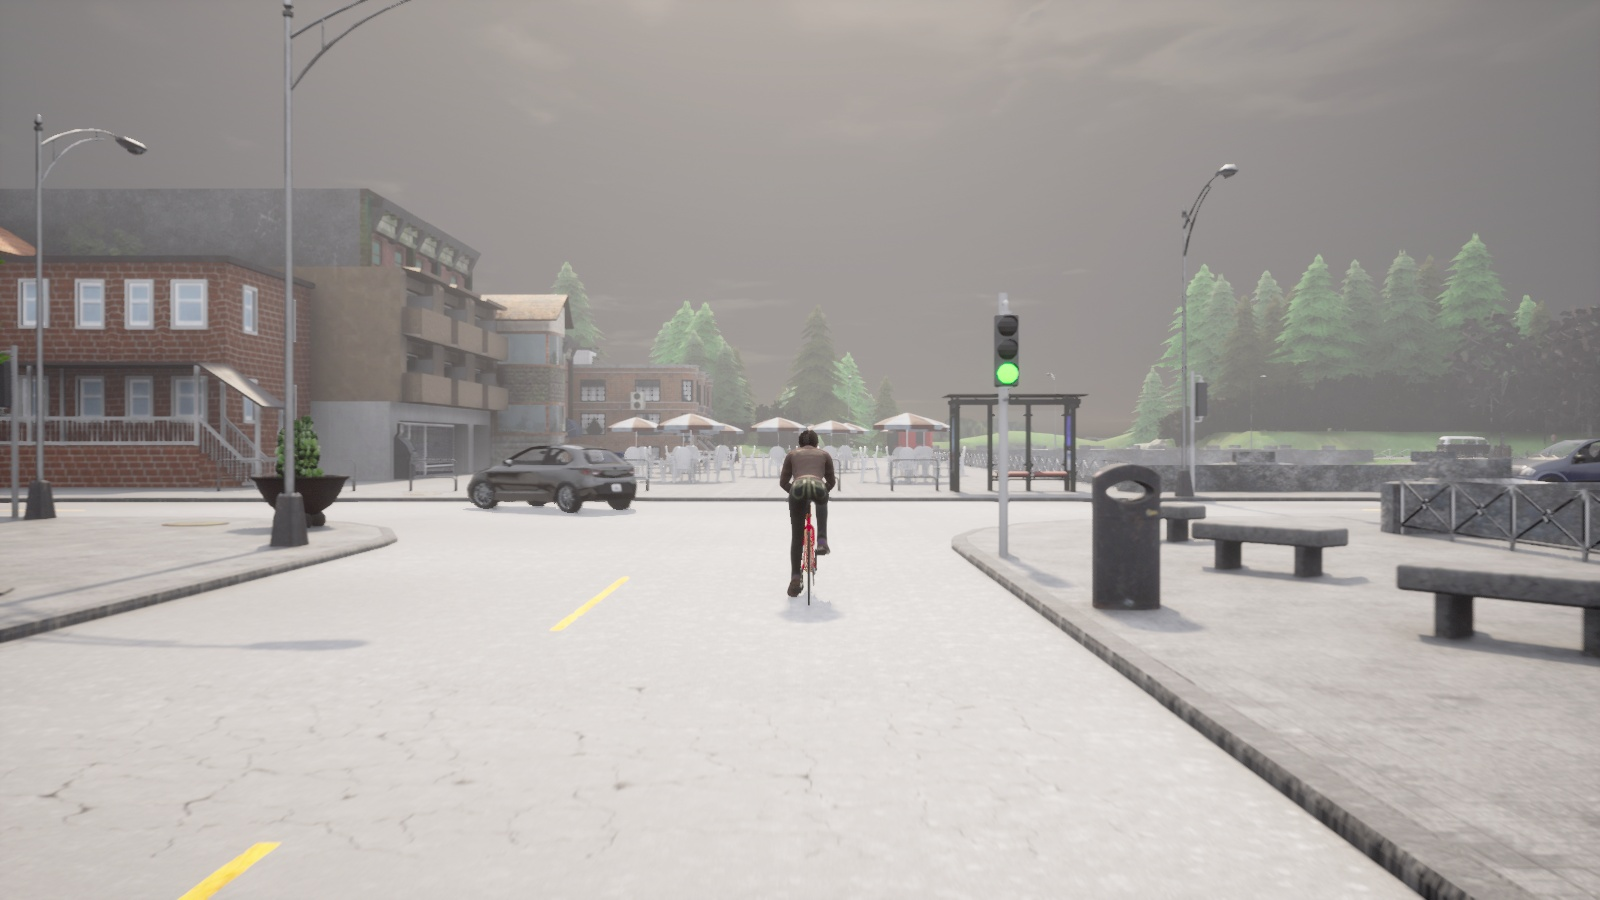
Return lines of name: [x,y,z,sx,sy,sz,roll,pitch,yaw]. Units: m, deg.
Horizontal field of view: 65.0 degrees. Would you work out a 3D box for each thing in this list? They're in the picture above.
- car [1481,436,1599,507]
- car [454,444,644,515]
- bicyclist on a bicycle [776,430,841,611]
car: [18.513,0.493,29.543,3.988,1.617,1.851,0,0,0]
car: [-5.661,0.597,28.111,4.193,1.474,1.816,0,0,36]
bicyclist on a bicycle: [0.082,0.631,12.095,0.582,1.620,1.656,0,0,0]
